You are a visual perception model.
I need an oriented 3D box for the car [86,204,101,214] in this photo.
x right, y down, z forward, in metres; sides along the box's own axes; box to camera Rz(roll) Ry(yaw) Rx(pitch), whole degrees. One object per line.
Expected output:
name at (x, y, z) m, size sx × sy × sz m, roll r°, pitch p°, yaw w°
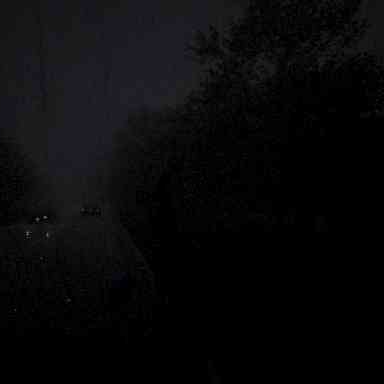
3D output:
car at (-14.195, 2.420, 48.101) m, size 1.994 × 1.385 × 4.181 m, roll 1°, pitch -1°, yaw -14°

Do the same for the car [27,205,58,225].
car at (-12.824, 1.948, 28.724) m, size 1.837 × 1.490 × 4.892 m, roll 1°, pitch -1°, yaw -14°

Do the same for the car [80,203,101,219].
car at (-11.402, 2.019, 37.656) m, size 2.097 × 1.767 × 4.553 m, roll 1°, pitch -1°, yaw -14°
